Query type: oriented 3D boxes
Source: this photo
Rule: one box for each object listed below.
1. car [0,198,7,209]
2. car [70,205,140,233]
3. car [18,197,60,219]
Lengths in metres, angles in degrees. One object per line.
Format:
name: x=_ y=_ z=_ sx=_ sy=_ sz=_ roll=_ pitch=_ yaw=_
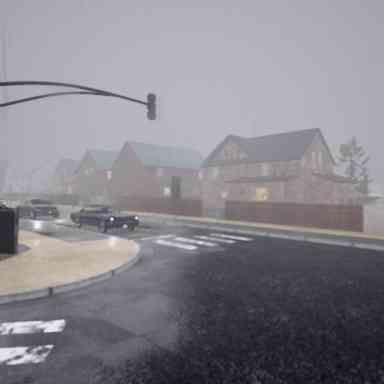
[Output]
car: x=-20.997 y=1.120 z=34.943 sx=1.812 sy=1.442 sz=4.674 roll=1 pitch=0 yaw=-45
car: x=-4.884 y=1.406 z=18.401 sx=1.895 sy=1.301 sz=4.718 roll=1 pitch=0 yaw=-44
car: x=-11.871 y=1.211 z=25.578 sx=1.837 sy=1.490 sz=4.892 roll=1 pitch=0 yaw=-44
